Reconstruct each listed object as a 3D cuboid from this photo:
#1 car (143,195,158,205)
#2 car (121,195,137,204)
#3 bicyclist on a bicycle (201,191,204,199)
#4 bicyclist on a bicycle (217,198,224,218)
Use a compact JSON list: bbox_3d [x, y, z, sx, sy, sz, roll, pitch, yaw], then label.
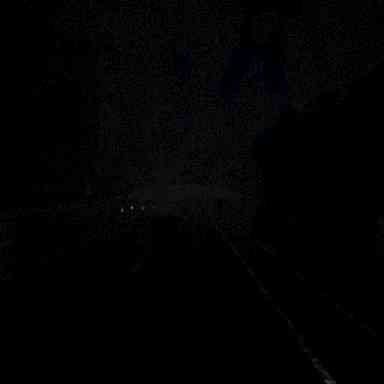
[{"bbox_3d":[-6.481,1.158,52.091,1.882,1.535,5.008,0,1,0],"label":"car"},{"bbox_3d":[-9.732,1.199,52.092,1.812,1.442,4.674,0,1,0],"label":"car"},{"bbox_3d":[2.277,0.753,72.657,0.659,1.776,1.843,0,3,0],"label":"bicyclist on a bicycle"},{"bbox_3d":[2.260,1.339,26.481,0.582,1.620,1.656,0,2,0],"label":"bicyclist on a bicycle"}]
